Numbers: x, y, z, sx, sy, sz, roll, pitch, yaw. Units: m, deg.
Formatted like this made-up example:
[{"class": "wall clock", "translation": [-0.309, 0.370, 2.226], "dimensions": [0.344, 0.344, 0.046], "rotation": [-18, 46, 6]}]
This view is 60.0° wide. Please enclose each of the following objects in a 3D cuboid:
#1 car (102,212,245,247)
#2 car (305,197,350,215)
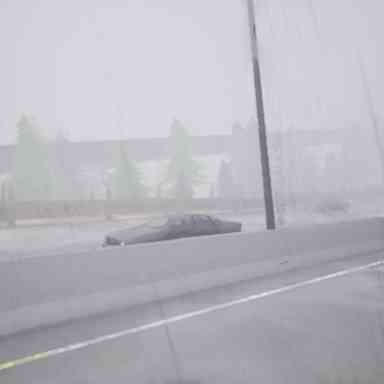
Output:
[{"class": "car", "translation": [-0.451, 1.475, 12.229], "dimensions": [5.357, 1.411, 2.033], "rotation": [-1, 0, -35]}, {"class": "car", "translation": [12.167, 1.191, 29.784], "dimensions": [4.902, 1.511, 2.128], "rotation": [-1, 0, -35]}]
